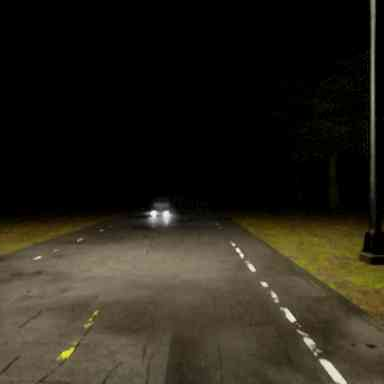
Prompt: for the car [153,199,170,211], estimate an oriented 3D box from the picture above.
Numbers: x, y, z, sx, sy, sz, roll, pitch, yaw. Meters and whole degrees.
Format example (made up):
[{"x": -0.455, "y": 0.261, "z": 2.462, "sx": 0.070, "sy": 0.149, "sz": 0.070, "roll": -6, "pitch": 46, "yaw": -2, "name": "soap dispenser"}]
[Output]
[{"x": -3.665, "y": 1.551, "z": 40.825, "sx": 1.895, "sy": 1.301, "sz": 4.718, "roll": 0, "pitch": 0, "yaw": -1, "name": "car"}]
